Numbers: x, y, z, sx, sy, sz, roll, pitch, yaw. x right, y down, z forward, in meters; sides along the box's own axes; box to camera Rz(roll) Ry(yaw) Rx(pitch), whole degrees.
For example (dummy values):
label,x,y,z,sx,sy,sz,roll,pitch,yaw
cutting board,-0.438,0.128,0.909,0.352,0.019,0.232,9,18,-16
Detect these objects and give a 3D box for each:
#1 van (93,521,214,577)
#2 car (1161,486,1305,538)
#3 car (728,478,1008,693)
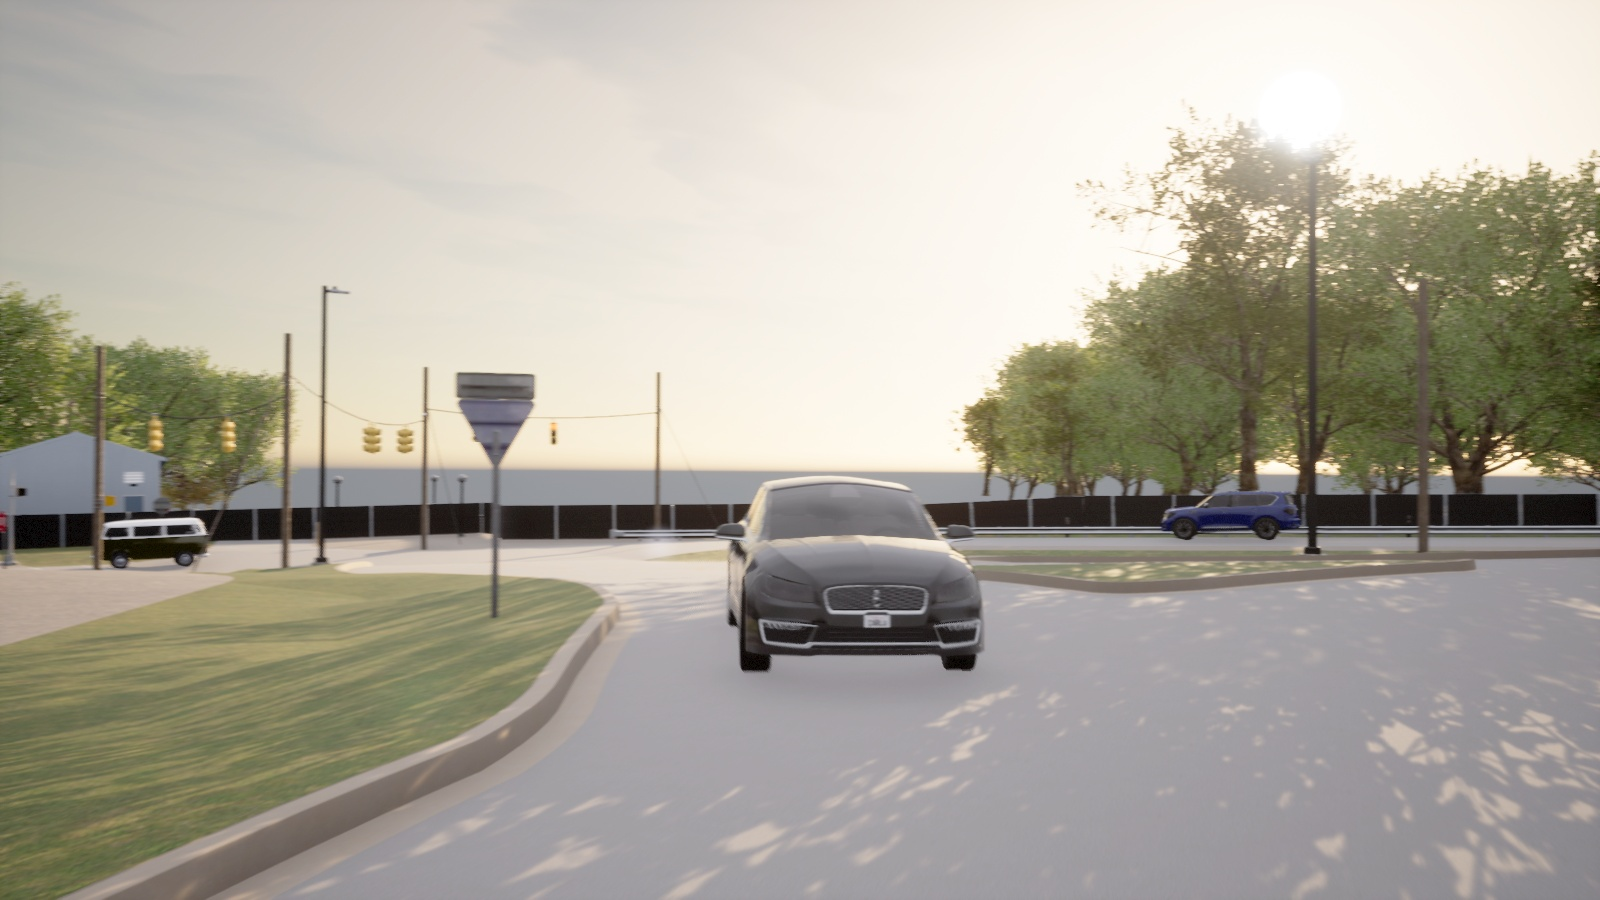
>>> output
label,x,y,z,sx,sy,sz,roll,pitch,yaw
van,-27.635,4.193,53.710,4.480,2.038,2.069,-1,-1,-31
car,18.408,2.629,53.433,5.566,2.045,2.150,-2,-2,24
car,0.354,1.007,11.301,1.837,1.490,4.892,0,-1,-5
